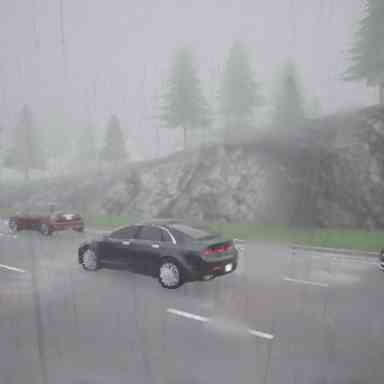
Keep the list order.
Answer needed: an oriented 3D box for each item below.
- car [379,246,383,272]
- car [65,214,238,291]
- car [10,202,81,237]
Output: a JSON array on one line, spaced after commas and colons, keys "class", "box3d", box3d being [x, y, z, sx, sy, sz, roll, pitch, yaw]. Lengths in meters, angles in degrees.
[{"class": "car", "box3d": [7.058, 1.507, 7.582, 4.892, 1.490, 1.837, 0, 0, 35]}, {"class": "car", "box3d": [-1.130, 1.505, 9.111, 4.892, 1.490, 1.837, 0, 0, 35]}, {"class": "car", "box3d": [-8.069, 1.351, 18.364, 4.553, 1.767, 2.097, 0, 0, 36]}]
